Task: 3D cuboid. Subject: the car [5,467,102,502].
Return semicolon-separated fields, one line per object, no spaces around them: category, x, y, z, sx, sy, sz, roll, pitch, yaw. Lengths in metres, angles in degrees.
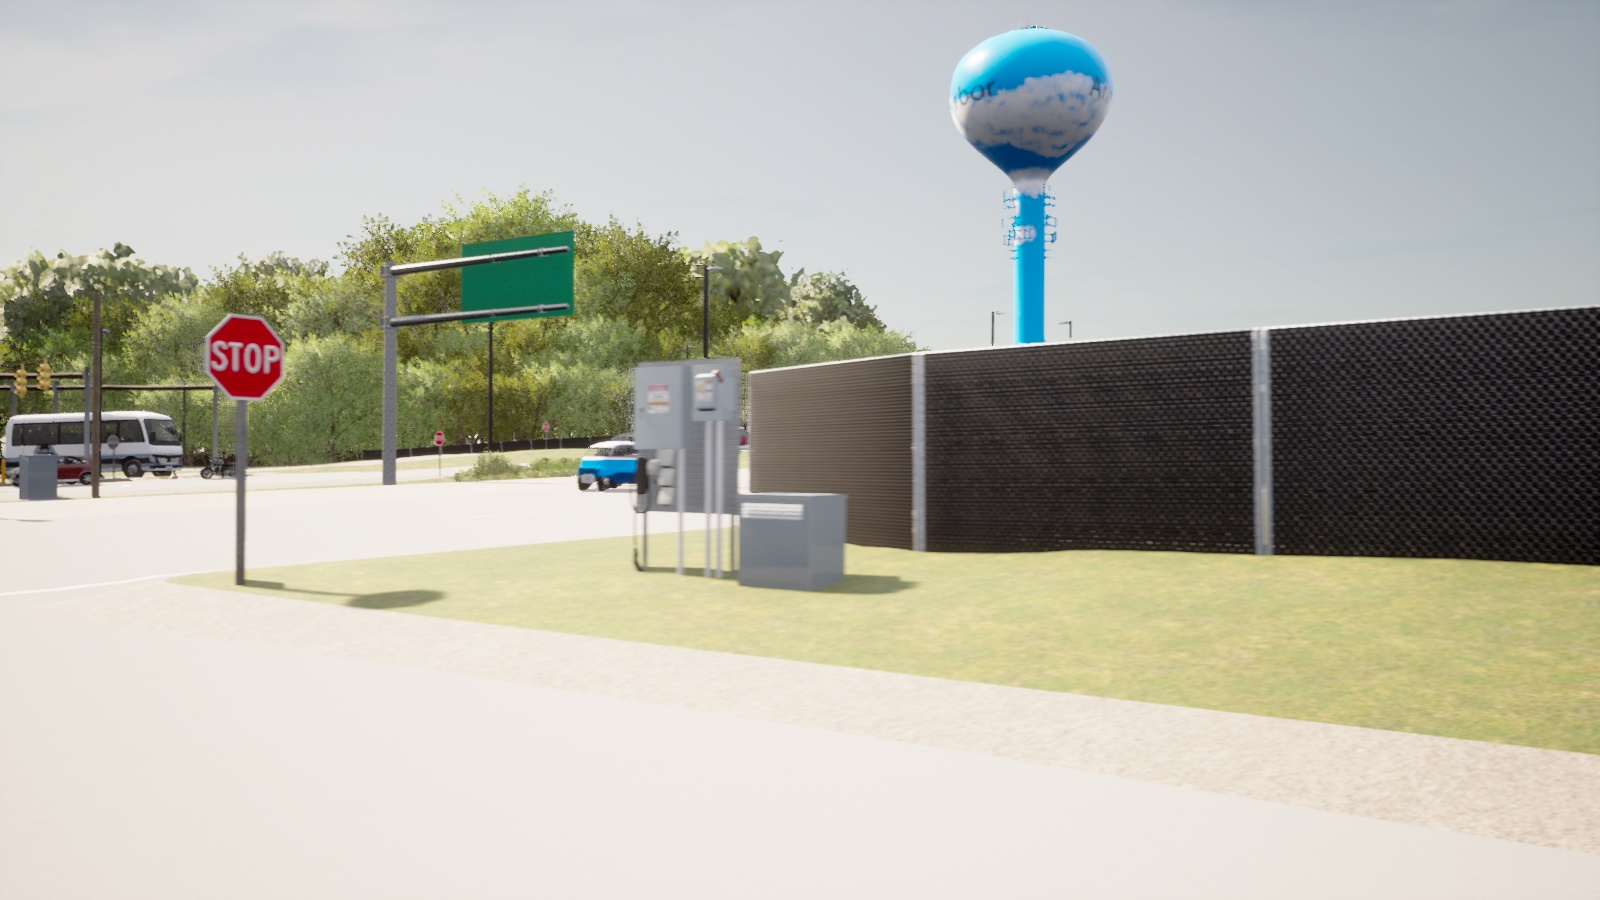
car;-37.213;1.706;62.672;1.789;1.549;3.705;-1;1;33

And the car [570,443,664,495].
car;-5.151;0.520;35.395;1.481;1.376;2.207;-1;1;34

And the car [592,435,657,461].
car;-13.325;-0.186;95.437;2.242;1.667;4.611;-1;3;35

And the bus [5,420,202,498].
bus;-43.133;0.563;77.935;10.273;4.253;3.944;-3;-1;8

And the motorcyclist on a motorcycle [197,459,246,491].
motorcyclist on a motorcycle;-32.294;1.396;70.115;0.766;1.649;2.350;-1;1;35
